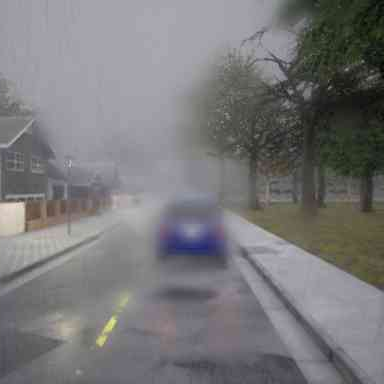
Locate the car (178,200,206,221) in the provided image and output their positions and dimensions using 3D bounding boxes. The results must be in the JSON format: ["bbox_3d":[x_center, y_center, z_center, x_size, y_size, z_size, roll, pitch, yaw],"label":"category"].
[{"bbox_3d":[0.039,1.504,27.967,2.128,1.511,4.902,0,0,1],"label":"car"}]

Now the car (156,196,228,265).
[{"bbox_3d":[0.027,1.227,11.880,2.150,2.045,5.566,0,0,0],"label":"car"}]

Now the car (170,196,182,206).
[{"bbox_3d":[-2.804,1.532,58.642,1.882,1.535,5.008,0,0,1],"label":"car"}]
